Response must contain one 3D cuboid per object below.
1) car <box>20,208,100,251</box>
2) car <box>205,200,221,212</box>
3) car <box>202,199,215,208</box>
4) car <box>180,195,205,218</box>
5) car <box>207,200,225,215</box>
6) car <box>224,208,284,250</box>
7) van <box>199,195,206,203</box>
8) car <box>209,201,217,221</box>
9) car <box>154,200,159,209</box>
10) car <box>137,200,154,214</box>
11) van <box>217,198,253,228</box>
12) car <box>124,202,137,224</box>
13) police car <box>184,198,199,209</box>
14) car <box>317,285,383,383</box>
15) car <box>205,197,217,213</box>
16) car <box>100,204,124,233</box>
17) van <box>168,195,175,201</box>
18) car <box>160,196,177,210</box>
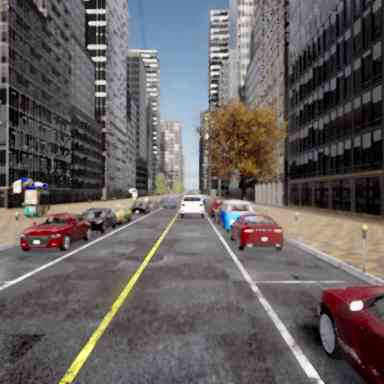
[{"bbox_3d":[-5.713,1.603,14.462,1.887,1.381,4.507,0,0,0],"label":"car"},{"bbox_3d":[2.625,1.753,42.812,1.802,1.307,4.206,0,0,0],"label":"car"},{"bbox_3d":[2.608,1.780,54.149,1.947,1.339,4.313,0,0,0],"label":"car"},{"bbox_3d":[0.046,1.347,32.018,2.150,2.045,5.566,0,-1,1],"label":"car"},{"bbox_3d":[2.633,1.675,37.315,1.752,1.417,4.829,0,0,0],"label":"car"},{"bbox_3d":[2.667,1.604,14.473,1.887,1.381,4.507,0,0,0],"label":"car"},{"bbox_3d":[2.564,1.661,82.490,1.690,1.788,3.998,0,0,0],"label":"van"},{"bbox_3d":[2.651,1.655,25.809,2.008,1.369,4.403,0,0,0],"label":"car"},{"bbox_3d":[-5.764,1.773,48.469,1.802,1.307,4.206,0,0,0],"label":"car"},{"bbox_3d":[-5.747,1.714,37.132,1.947,1.339,4.313,0,0,0],"label":"car"},{"bbox_3d":[2.659,1.423,20.141,1.690,1.788,3.998,0,0,0],"label":"van"},{"bbox_3d":[-5.730,1.628,25.627,1.752,1.417,4.829,0,0,0],"label":"car"},{"bbox_3d":[-0.064,1.697,49.163,2.038,1.542,4.974,0,-1,0],"label":"police car"},{"bbox_3d":[2.684,1.559,3.137,1.887,1.381,4.507,0,0,0],"label":"car"},{"bbox_3d":[2.642,1.442,31.477,2.192,1.841,5.009,0,0,0],"label":"car"},{"bbox_3d":[-5.722,1.647,20.129,1.947,1.339,4.313,0,0,0],"label":"car"},{"bbox_3d":[-5.833,1.699,93.815,1.690,1.788,3.998,0,0,0],"label":"van"},{"bbox_3d":[-3.159,1.736,47.723,2.033,1.411,5.357,0,0,0],"label":"car"}]
